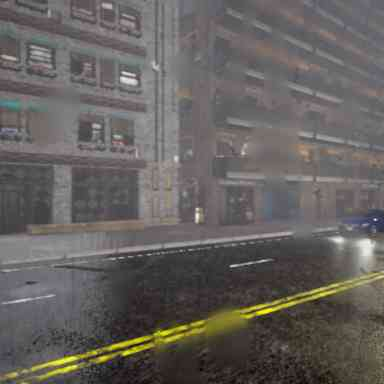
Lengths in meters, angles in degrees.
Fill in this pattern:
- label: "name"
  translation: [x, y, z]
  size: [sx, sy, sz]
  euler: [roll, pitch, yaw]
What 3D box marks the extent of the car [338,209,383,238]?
- label: "car"
  translation: [10.417, 1.745, 19.449]
  size: [4.674, 1.442, 1.812]
  euler: [1, -1, -37]
